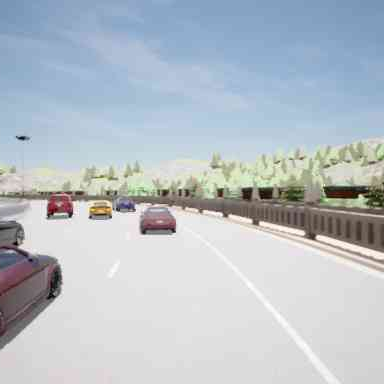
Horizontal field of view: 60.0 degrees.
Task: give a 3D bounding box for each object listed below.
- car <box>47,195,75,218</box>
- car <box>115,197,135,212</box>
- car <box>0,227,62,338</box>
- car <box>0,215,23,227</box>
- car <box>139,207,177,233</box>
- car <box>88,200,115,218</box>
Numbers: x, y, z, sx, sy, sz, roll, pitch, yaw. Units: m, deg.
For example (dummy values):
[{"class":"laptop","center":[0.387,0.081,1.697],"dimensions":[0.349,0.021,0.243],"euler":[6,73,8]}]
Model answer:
[{"class":"car","center":[-12.321,1.266,31.253],"dimensions":[2.150,2.045,5.566],"euler":[0,0,-19]},{"class":"car","center":[-8.338,1.381,40.332],"dimensions":[2.097,1.767,4.553],"euler":[0,0,-22]},{"class":"car","center":[-3.789,1.578,5.749],"dimensions":[1.994,1.385,4.181],"euler":[0,0,-4]},{"class":"car","center":[-7.959,1.521,12.444],"dimensions":[2.128,1.511,4.902],"euler":[0,0,-7]},{"class":"car","center":[-2.105,1.571,19.824],"dimensions":[1.994,1.385,4.181],"euler":[0,0,-10]},{"class":"car","center":[-8.424,1.507,30.434],"dimensions":[1.882,1.535,5.008],"euler":[0,0,-17]}]
